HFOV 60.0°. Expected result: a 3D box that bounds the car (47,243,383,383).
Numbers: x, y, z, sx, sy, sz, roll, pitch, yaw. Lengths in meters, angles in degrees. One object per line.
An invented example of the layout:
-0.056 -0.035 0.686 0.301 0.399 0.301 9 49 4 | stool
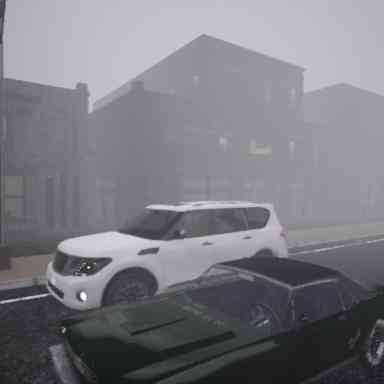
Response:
0.785 1.614 4.246 4.718 1.301 1.895 0 0 -35 | car

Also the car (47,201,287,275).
-0.211 1.239 7.528 5.566 2.045 2.150 0 0 -35 | car
